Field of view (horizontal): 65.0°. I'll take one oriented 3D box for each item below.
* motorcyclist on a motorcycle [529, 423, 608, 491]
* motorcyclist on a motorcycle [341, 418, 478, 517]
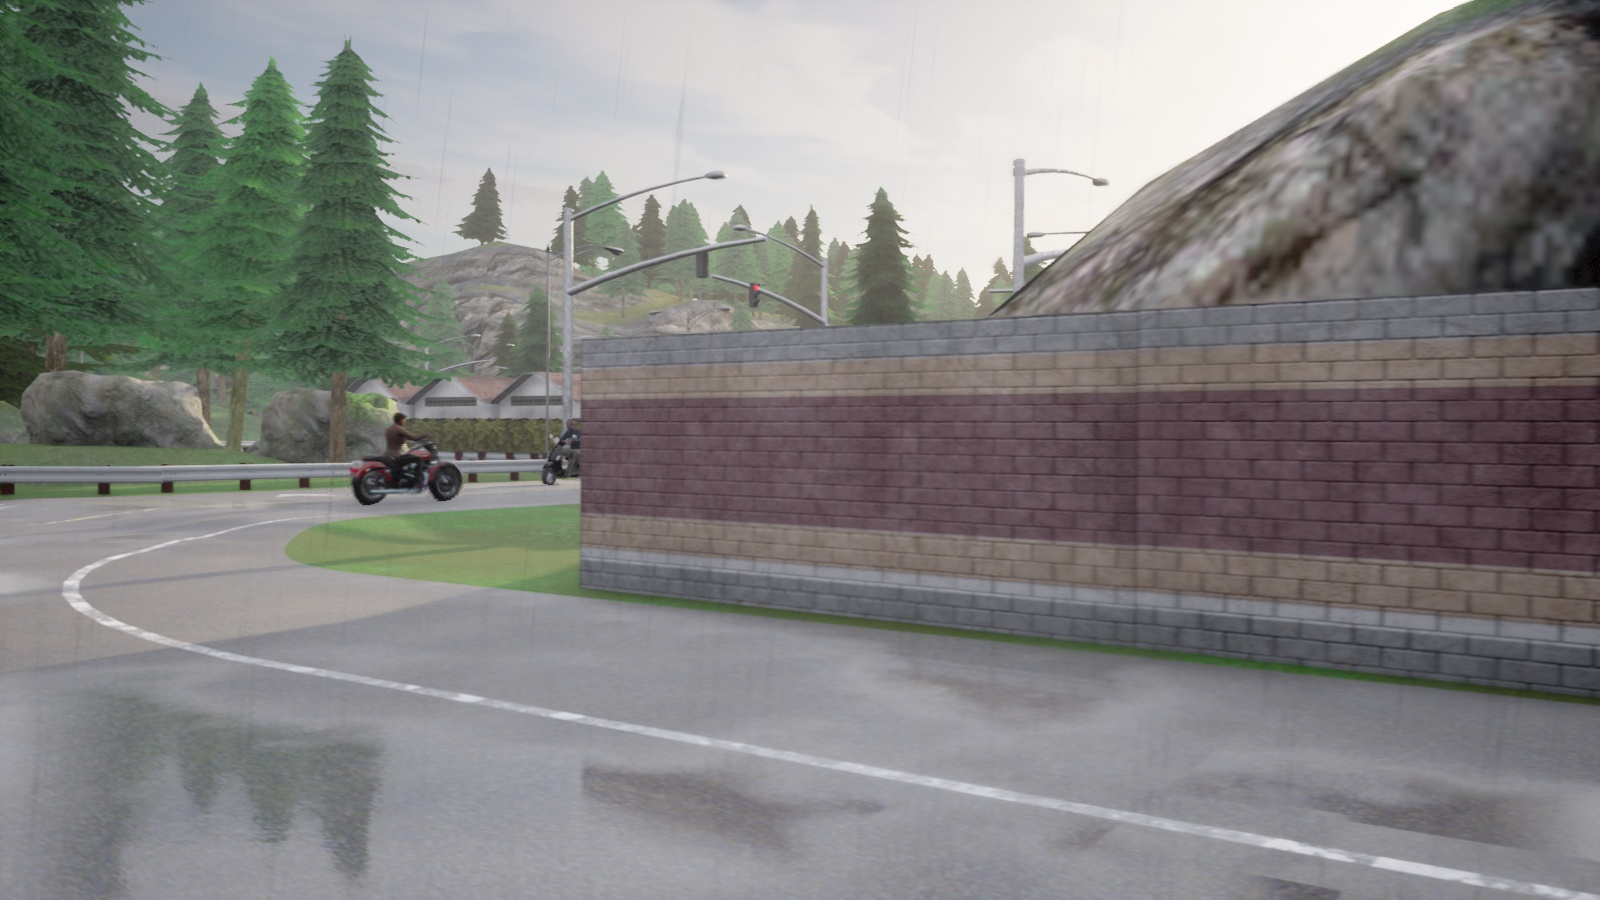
[{"bbox_3d":[-5.595,0.156,30.449,0.866,1.590,1.817,0,1,33],"label":"motorcyclist on a motorcycle"},{"bbox_3d":[-6.853,0.272,22.165,0.766,1.649,2.350,0,1,33],"label":"motorcyclist on a motorcycle"}]
